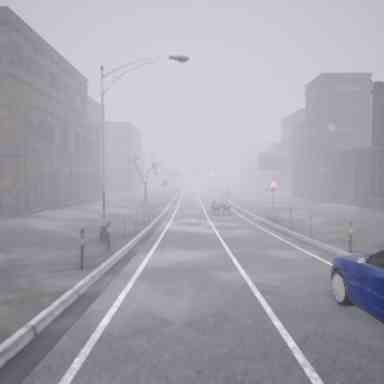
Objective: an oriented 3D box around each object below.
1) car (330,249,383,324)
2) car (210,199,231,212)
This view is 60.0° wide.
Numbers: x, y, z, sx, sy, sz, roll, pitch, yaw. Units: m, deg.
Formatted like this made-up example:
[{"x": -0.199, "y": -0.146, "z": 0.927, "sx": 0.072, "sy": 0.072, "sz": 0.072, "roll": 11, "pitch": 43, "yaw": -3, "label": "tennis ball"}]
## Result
[{"x": 3.884, "y": 1.505, "z": 5.128, "sx": 1.882, "sy": 1.535, "sz": 5.008, "roll": 0, "pitch": 0, "yaw": 0, "label": "car"}, {"x": 2.882, "y": 1.339, "z": 34.573, "sx": 1.895, "sy": 1.301, "sz": 4.718, "roll": 0, "pitch": 2, "yaw": 0, "label": "car"}]
